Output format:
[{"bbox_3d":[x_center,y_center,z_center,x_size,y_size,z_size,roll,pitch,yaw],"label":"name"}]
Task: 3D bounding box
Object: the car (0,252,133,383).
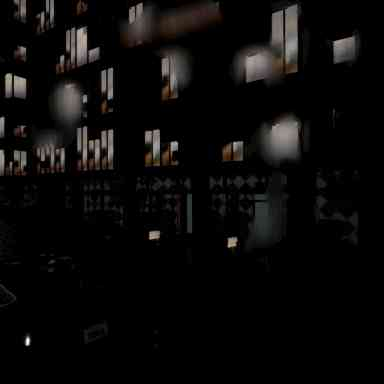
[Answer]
[{"bbox_3d":[-2.733,1.566,4.836,4.313,1.339,1.947,0,0,36],"label":"car"}]
